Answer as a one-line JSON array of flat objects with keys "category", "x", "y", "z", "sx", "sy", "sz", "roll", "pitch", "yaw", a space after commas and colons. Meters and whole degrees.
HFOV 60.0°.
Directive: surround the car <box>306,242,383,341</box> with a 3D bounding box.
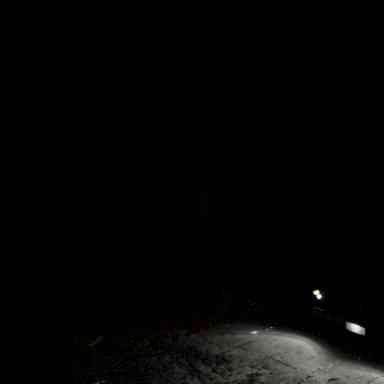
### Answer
[{"category": "car", "x": 4.494, "y": 1.562, "z": 6.279, "sx": 5.357, "sy": 1.411, "sz": 2.033, "roll": 0, "pitch": 0, "yaw": -36}]
